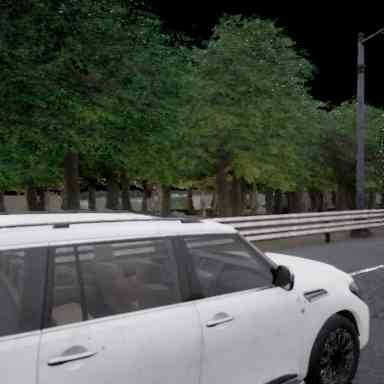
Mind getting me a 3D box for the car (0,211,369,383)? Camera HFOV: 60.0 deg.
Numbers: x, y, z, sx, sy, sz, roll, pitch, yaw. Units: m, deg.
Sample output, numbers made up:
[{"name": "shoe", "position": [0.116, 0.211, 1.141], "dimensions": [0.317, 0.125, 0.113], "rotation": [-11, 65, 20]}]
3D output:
[{"name": "car", "position": [-0.463, 1.224, 3.414], "dimensions": [5.566, 2.045, 2.150], "rotation": [0, 0, -36]}]
